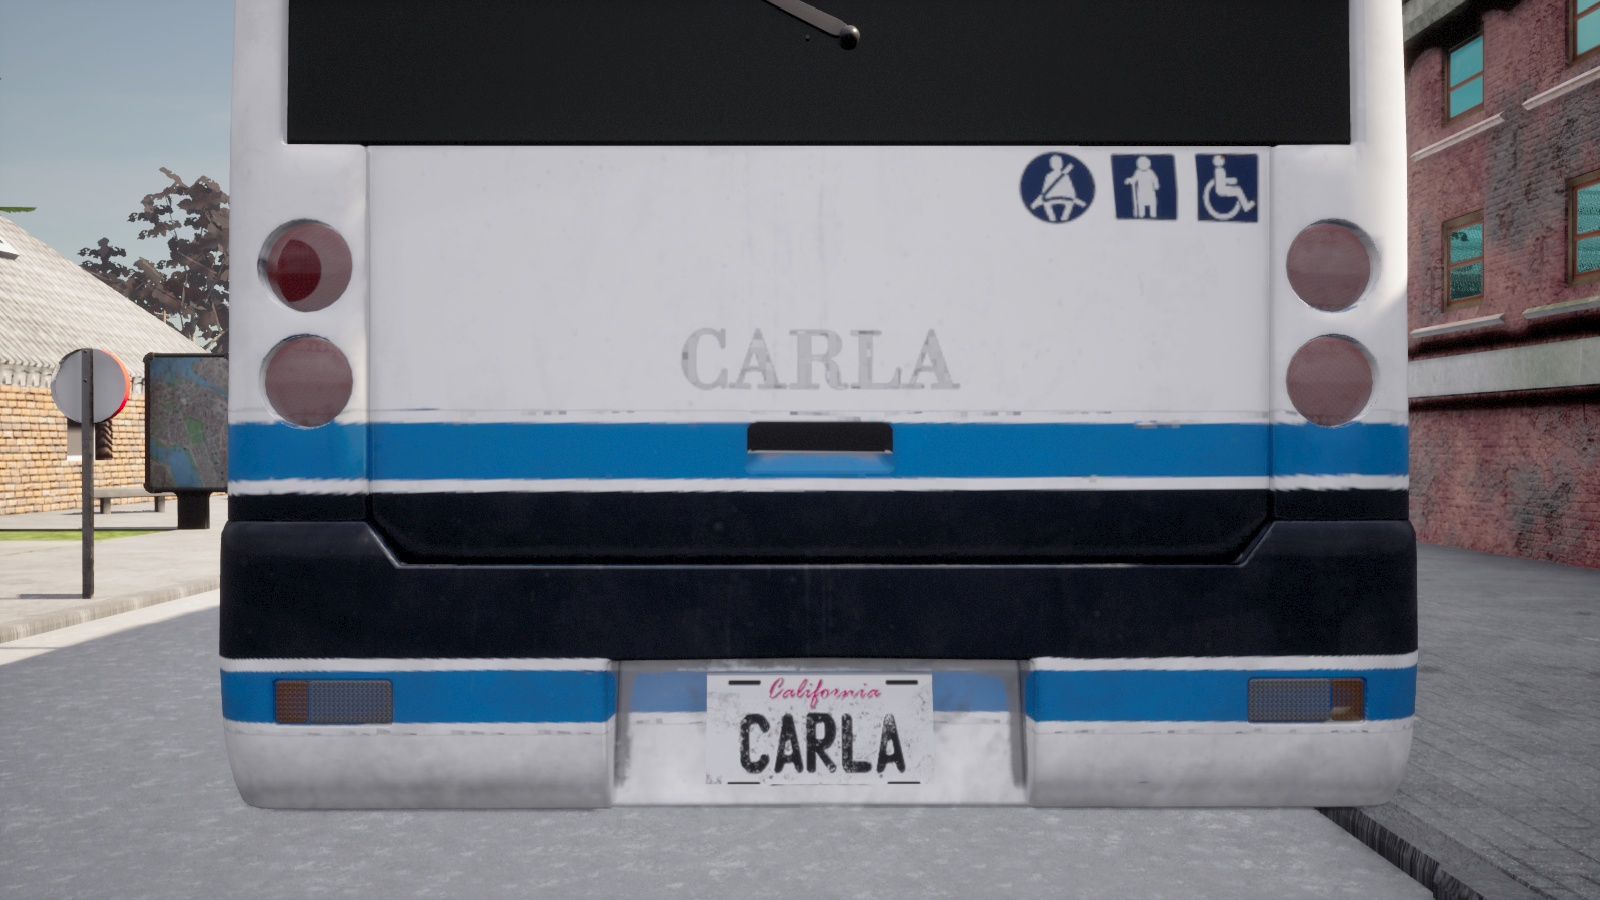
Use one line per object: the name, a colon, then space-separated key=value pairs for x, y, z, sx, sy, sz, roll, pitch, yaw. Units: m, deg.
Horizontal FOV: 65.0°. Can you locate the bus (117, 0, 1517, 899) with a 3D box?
bus: x=0.025 y=-0.679 z=8.677 sx=3.944 sy=4.253 sz=10.273 roll=0 pitch=0 yaw=0
